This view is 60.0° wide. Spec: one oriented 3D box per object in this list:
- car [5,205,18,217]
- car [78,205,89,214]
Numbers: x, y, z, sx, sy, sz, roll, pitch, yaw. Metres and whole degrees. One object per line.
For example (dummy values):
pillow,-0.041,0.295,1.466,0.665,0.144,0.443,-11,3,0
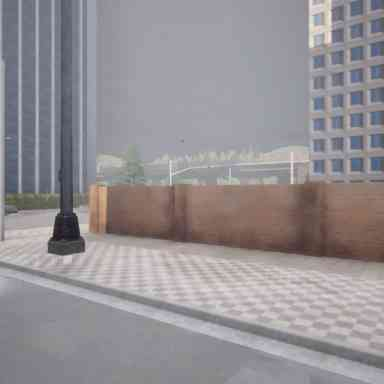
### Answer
car,-18.278,1.547,29.290,2.033,1.411,5.357,0,0,32
car,-9.686,1.601,35.394,1.895,1.301,4.718,0,0,35
